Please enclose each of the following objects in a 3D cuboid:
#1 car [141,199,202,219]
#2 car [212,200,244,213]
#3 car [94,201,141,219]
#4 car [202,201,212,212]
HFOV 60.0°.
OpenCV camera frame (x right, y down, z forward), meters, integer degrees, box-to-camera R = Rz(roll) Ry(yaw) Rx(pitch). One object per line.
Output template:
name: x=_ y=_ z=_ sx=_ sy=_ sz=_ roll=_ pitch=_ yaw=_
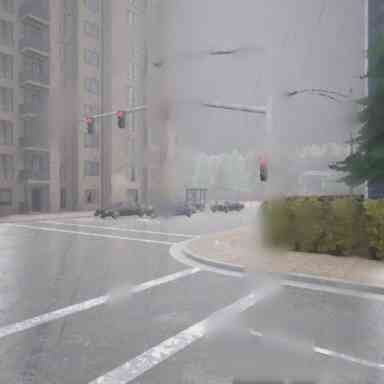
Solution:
car: x=-1.677 y=1.547 z=29.435 sx=2.033 sy=1.411 sz=5.357 roll=0 pitch=0 yaw=36
car: x=3.970 y=1.601 z=37.183 sx=1.895 sy=1.301 sz=4.718 roll=0 pitch=0 yaw=36
car: x=-6.012 y=1.547 z=29.424 sx=2.033 sy=1.411 sz=5.357 roll=0 pitch=0 yaw=36
car: x=-0.329 y=1.492 z=37.228 sx=2.128 sy=1.511 sz=4.902 roll=0 pitch=0 yaw=36
